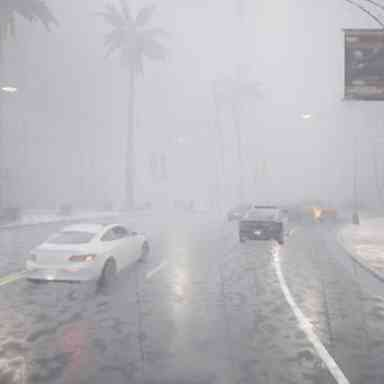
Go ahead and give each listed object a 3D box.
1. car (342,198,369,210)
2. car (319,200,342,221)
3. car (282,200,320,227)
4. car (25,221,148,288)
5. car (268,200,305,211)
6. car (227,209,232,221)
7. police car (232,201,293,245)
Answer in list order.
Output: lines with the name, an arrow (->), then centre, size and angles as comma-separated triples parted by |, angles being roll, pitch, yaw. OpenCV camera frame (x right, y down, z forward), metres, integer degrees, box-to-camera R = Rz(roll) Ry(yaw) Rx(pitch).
car -> 20.879, 1.588, 43.726 | 4.902, 1.511, 2.128 | 0, 0, -17
car -> 10.467, 1.412, 27.747 | 2.097, 1.767, 4.553 | 0, 0, 41
car -> 7.419, 1.557, 23.649 | 1.837, 1.490, 4.892 | 0, 0, 33
car -> -2.632, 1.546, 9.281 | 1.812, 1.442, 4.674 | 0, 0, 9
car -> 12.425, 1.696, 43.860 | 4.718, 1.301, 1.895 | 0, 0, -29
car -> 4.498, 1.622, 26.904 | 1.994, 1.385, 4.181 | 0, 0, 34
police car -> 3.589, 1.461, 16.058 | 1.930, 1.638, 5.238 | 0, 0, 20
